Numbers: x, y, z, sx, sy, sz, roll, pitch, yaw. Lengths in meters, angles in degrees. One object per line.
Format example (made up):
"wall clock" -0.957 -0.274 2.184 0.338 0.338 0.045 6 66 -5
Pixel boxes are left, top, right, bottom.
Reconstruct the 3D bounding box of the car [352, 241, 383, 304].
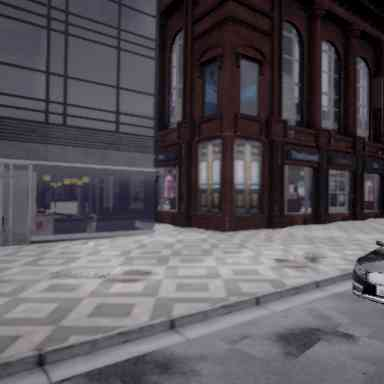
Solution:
"car" 5.413 1.491 7.231 4.902 1.511 2.128 0 0 -35
